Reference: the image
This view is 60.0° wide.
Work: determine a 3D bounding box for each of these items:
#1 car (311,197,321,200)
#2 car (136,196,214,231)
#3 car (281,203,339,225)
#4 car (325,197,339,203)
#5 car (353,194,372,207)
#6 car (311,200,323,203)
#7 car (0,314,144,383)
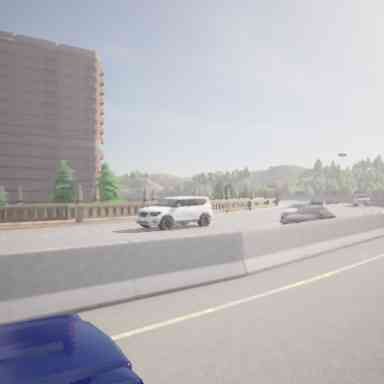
[{"bbox_3d":[21.299,1.667,56.946,1.882,1.535,5.008,0,0,19],"label":"car"},{"bbox_3d":[-0.974,1.302,21.711,5.566,2.045,2.150,0,0,-44],"label":"car"},{"bbox_3d":[7.183,1.593,20.065,1.812,1.442,4.674,0,0,42],"label":"car"},{"bbox_3d":[27.132,1.730,64.537,2.128,1.511,4.902,0,0,14],"label":"car"},{"bbox_3d":[27.920,1.396,54.553,2.150,2.045,5.566,0,0,20],"label":"car"},{"bbox_3d":[8.979,1.619,27.451,1.812,1.442,4.674,0,0,39],"label":"car"},{"bbox_3d":[-2.620,1.611,1.975,4.718,1.301,1.895,0,0,-35],"label":"car"}]
